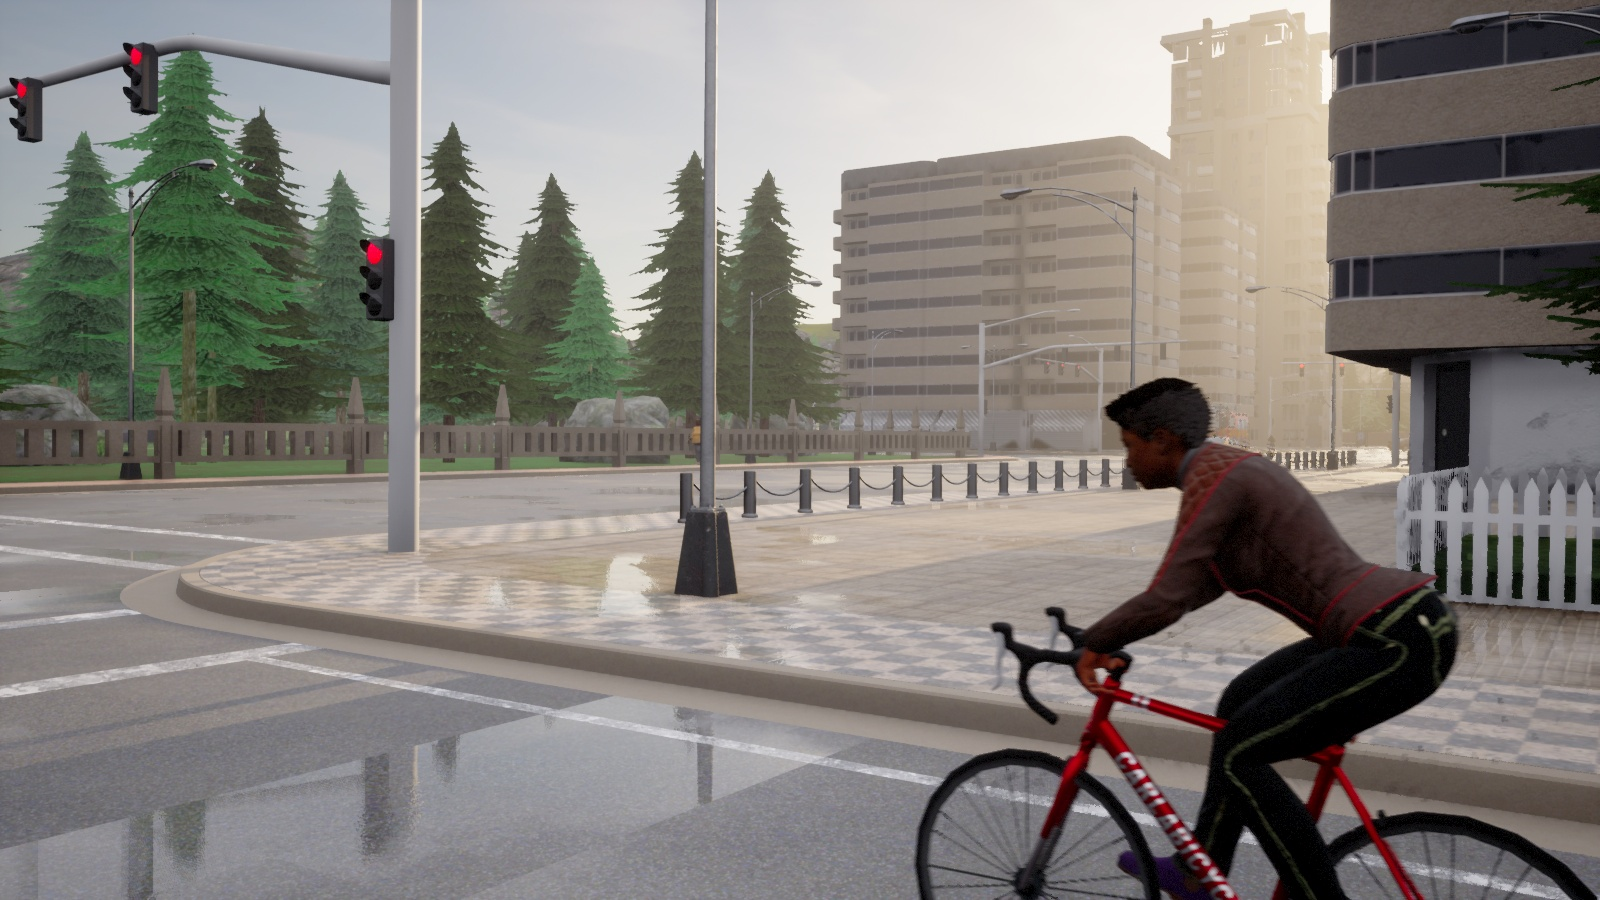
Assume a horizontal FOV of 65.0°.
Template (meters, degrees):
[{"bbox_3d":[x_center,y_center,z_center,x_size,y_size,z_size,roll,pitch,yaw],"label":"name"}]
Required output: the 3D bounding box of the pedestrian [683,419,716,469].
[{"bbox_3d":[-3.852,-0.230,47.980,0.874,1.855,0.900,0,1,33],"label":"pedestrian"}]

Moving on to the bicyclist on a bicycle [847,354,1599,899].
[{"bbox_3d":[0.980,0.635,2.971,1.656,1.620,0.582,0,1,34],"label":"bicyclist on a bicycle"}]

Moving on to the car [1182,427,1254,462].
[{"bbox_3d":[19.313,-0.256,57.872,1.882,1.535,5.008,0,0,34],"label":"car"}]
